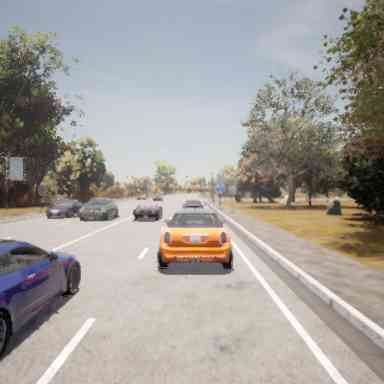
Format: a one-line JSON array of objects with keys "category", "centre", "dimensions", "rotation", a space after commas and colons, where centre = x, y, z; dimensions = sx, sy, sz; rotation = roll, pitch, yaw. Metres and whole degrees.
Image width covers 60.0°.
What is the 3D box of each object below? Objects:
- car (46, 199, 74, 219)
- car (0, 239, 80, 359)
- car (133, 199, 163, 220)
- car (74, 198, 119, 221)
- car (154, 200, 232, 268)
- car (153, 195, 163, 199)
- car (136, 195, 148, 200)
[{"category": "car", "centre": [-10.587, 1.393, 28.076], "dimensions": [2.128, 1.511, 4.902], "rotation": [0, 0, 0]}, {"category": "car", "centre": [-3.412, 1.506, 5.561], "dimensions": [1.812, 1.442, 4.674], "rotation": [0, 0, 0]}, {"category": "car", "centre": [-3.394, 1.506, 26.621], "dimensions": [1.895, 1.301, 4.718], "rotation": [0, 0, 0]}, {"category": "car", "centre": [-7.090, 1.260, 25.680], "dimensions": [2.097, 1.767, 4.553], "rotation": [0, 0, 0]}, {"category": "car", "centre": [0.098, 1.312, 11.216], "dimensions": [2.097, 1.767, 4.553], "rotation": [0, 0, 0]}, {"category": "car", "centre": [-6.979, 1.347, 68.334], "dimensions": [1.895, 1.301, 4.718], "rotation": [0, 0, 0]}, {"category": "car", "centre": [-10.477, 1.195, 69.982], "dimensions": [1.895, 1.301, 4.718], "rotation": [0, 0, 0]}]
